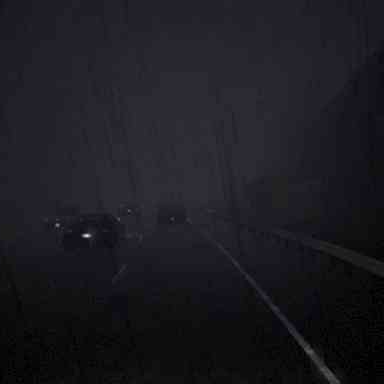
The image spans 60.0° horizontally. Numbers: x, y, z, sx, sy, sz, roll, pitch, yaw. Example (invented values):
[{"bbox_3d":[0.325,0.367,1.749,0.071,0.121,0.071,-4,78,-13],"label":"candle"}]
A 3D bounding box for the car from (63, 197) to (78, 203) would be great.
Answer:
[{"bbox_3d":[-29.138,1.913,79.912,2.128,1.511,4.902,0,0,-7],"label":"car"}]

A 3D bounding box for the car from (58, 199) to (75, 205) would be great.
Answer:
[{"bbox_3d":[-13.410,1.777,35.809,1.895,1.301,4.718,0,0,-7],"label":"car"}]

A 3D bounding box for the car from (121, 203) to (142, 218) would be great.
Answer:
[{"bbox_3d":[-6.000,1.717,32.560,1.994,1.385,4.181,0,0,-6],"label":"car"}]

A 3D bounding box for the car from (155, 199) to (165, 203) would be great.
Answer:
[{"bbox_3d":[-3.486,1.666,41.389,1.882,1.535,5.008,0,0,-7],"label":"car"}]

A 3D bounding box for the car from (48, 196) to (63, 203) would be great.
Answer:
[{"bbox_3d":[-32.618,1.745,79.543,2.097,1.767,4.553,0,0,-7],"label":"car"}]

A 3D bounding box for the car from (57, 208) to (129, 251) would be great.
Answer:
[{"bbox_3d":[-4.140,1.634,14.596,1.994,1.385,4.181,0,0,-4],"label":"car"}]

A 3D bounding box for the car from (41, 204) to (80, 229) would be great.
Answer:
[{"bbox_3d":[-8.368,1.711,22.282,1.895,1.301,4.718,0,0,-6],"label":"car"}]

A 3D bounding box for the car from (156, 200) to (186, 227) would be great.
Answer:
[{"bbox_3d":[-1.490,1.585,23.604,1.882,1.535,5.008,0,0,-6],"label":"car"}]
